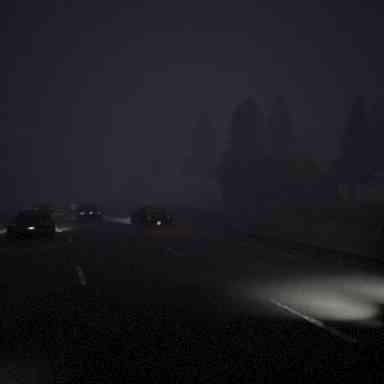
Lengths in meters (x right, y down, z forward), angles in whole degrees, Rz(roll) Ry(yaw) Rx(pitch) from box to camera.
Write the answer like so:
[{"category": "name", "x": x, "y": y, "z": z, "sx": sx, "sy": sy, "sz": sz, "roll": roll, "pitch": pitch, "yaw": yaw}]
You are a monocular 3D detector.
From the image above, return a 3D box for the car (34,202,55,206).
[{"category": "car", "x": -14.512, "y": 1.710, "z": 32.689, "sx": 1.812, "sy": 1.442, "sz": 4.674, "roll": 0, "pitch": 0, "yaw": -22}]

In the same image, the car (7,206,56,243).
[{"category": "car", "x": -7.937, "y": 1.603, "z": 16.667, "sx": 1.994, "sy": 1.385, "sz": 4.181, "roll": 0, "pitch": 0, "yaw": -22}]

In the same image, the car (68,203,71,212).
[{"category": "car", "x": -14.684, "y": 1.791, "z": 42.333, "sx": 1.812, "sy": 1.442, "sz": 4.674, "roll": 0, "pitch": -1, "yaw": -22}]

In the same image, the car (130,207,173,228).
[{"category": "car", "x": -2.935, "y": 1.660, "z": 22.916, "sx": 1.895, "sy": 1.301, "sz": 4.718, "roll": 0, "pitch": 0, "yaw": -22}]

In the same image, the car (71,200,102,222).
[{"category": "car", "x": -8.603, "y": 1.663, "z": 27.504, "sx": 2.033, "sy": 1.411, "sz": 5.357, "roll": 0, "pitch": 0, "yaw": -22}]
